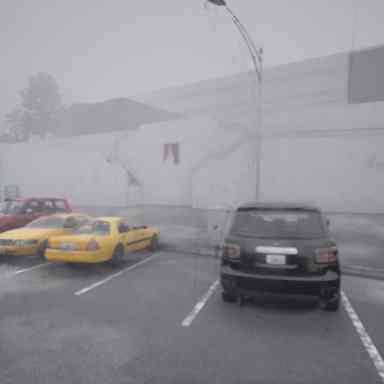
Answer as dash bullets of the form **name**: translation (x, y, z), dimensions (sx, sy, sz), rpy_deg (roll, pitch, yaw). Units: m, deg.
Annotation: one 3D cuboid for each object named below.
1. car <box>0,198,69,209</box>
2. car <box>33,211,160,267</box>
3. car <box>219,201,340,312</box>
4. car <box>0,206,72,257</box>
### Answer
- **car**: translation (-7.658, 1.286, 14.965), dimensions (2.435, 2.045, 5.566), rpy_deg (0, -1, 16)
- **car**: translation (-2.734, 1.509, 11.673), dimensions (1.946, 1.575, 5.366), rpy_deg (0, -1, 16)
- **car**: translation (2.097, 1.239, 8.028), dimensions (2.435, 2.045, 5.566), rpy_deg (0, -1, 16)
- **car**: translation (-5.266, 1.516, 13.061), dimensions (1.946, 1.575, 5.366), rpy_deg (0, -1, 16)
